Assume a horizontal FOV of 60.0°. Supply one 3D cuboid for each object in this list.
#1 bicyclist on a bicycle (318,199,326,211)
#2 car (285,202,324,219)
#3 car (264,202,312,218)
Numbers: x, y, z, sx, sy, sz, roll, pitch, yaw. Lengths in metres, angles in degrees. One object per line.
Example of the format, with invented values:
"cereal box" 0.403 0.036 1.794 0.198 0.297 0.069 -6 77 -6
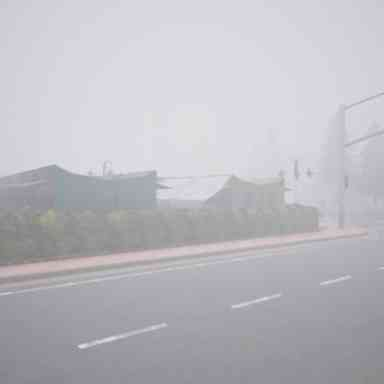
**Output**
"bicyclist on a bicycle" 17.065 1.696 43.622 1.656 1.620 0.582 1 0 -37
"car" 9.116 1.797 30.133 2.033 1.411 5.357 1 0 -37
"car" 9.960 1.810 34.846 1.812 1.442 4.674 1 0 -38
